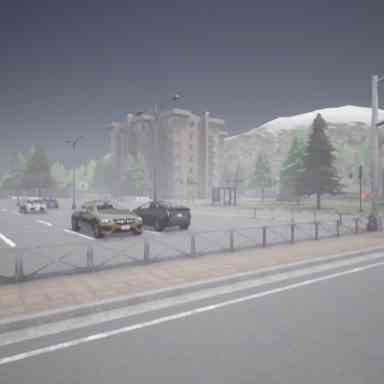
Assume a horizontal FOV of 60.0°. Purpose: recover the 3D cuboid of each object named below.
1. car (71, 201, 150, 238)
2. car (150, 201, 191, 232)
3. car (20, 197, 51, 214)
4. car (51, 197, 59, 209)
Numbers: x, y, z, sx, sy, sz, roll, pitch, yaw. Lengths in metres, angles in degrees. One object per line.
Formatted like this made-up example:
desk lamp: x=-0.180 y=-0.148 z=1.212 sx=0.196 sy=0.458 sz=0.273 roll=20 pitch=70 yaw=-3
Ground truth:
car: x=-4.390 y=1.273 z=16.632 sx=2.152 sy=1.636 sz=5.027 roll=0 pitch=0 yaw=-36
car: x=-1.877 y=1.283 z=18.511 sx=2.007 sy=1.523 sz=4.514 roll=0 pitch=0 yaw=-36
car: x=-15.200 y=1.325 z=31.849 sx=1.970 sy=1.475 sz=3.806 roll=0 pitch=0 yaw=-36
car: x=-17.129 y=1.314 z=39.610 sx=1.845 sy=1.501 sz=3.633 roll=0 pitch=0 yaw=-36
